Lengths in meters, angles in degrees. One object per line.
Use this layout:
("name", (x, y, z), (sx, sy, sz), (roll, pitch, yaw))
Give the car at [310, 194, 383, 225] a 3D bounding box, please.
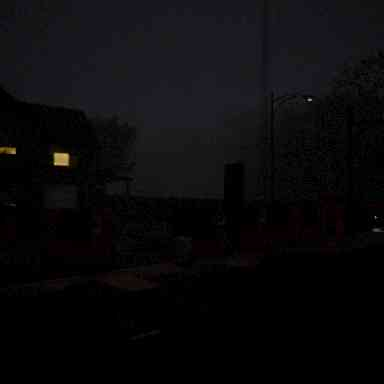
("car", (11.191, 1.171, 24.124), (2.150, 2.045, 5.566), (0, 0, -36))
